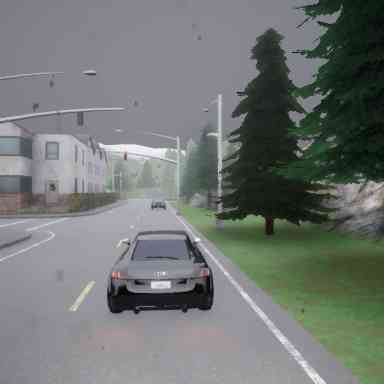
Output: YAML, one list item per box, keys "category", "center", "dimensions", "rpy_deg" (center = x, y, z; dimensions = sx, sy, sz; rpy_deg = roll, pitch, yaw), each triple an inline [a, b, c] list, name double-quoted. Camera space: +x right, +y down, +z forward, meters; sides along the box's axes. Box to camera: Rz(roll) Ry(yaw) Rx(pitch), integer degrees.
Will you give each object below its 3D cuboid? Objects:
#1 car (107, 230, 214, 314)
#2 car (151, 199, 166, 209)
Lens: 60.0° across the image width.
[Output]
- category: "car"
  center: [-0.693, 1.564, 7.711]
  dimensions: [1.994, 1.385, 4.181]
  rpy_deg: [0, 0, -5]
- category: "car"
  center: [-4.437, 1.601, 43.917]
  dimensions: [1.895, 1.301, 4.718]
  rpy_deg: [0, 0, -6]
